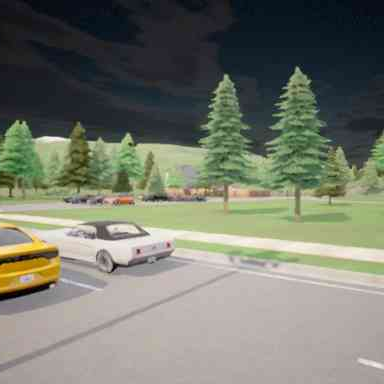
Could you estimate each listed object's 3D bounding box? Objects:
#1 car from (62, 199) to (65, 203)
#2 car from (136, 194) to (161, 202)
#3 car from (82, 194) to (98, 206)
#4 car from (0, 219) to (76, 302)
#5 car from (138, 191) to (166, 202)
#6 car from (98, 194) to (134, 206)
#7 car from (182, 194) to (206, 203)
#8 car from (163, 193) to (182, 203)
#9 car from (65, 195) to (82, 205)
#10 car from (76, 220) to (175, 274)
[{"bbox_3d":[-18.041,1.163,53.425,2.033,1.411,5.357,1,0,36],"label":"car"},{"bbox_3d":[-8.646,1.094,66.253,1.882,1.535,5.008,1,0,36],"label":"car"},{"bbox_3d":[-13.128,1.200,48.295,1.812,1.442,4.674,1,0,36],"label":"car"},{"bbox_3d":[-5.052,1.407,7.554,5.008,1.535,1.882,1,1,35],"label":"car"},{"bbox_3d":[-6.979,0.867,62.648,2.150,2.045,5.566,1,0,37],"label":"car"},{"bbox_3d":[-10.219,1.056,46.344,2.097,1.767,4.553,1,0,36],"label":"car"},{"bbox_3d":[0.756,1.210,61.404,1.837,1.490,4.892,1,0,36],"label":"car"},{"bbox_3d":[-2.839,1.239,62.399,1.994,1.385,4.181,1,0,36],"label":"car"},{"bbox_3d":[-16.108,1.150,50.141,1.837,1.490,4.892,1,0,36],"label":"car"},{"bbox_3d":[-2.897,1.532,10.319,4.718,1.301,1.895,1,0,35],"label":"car"}]
